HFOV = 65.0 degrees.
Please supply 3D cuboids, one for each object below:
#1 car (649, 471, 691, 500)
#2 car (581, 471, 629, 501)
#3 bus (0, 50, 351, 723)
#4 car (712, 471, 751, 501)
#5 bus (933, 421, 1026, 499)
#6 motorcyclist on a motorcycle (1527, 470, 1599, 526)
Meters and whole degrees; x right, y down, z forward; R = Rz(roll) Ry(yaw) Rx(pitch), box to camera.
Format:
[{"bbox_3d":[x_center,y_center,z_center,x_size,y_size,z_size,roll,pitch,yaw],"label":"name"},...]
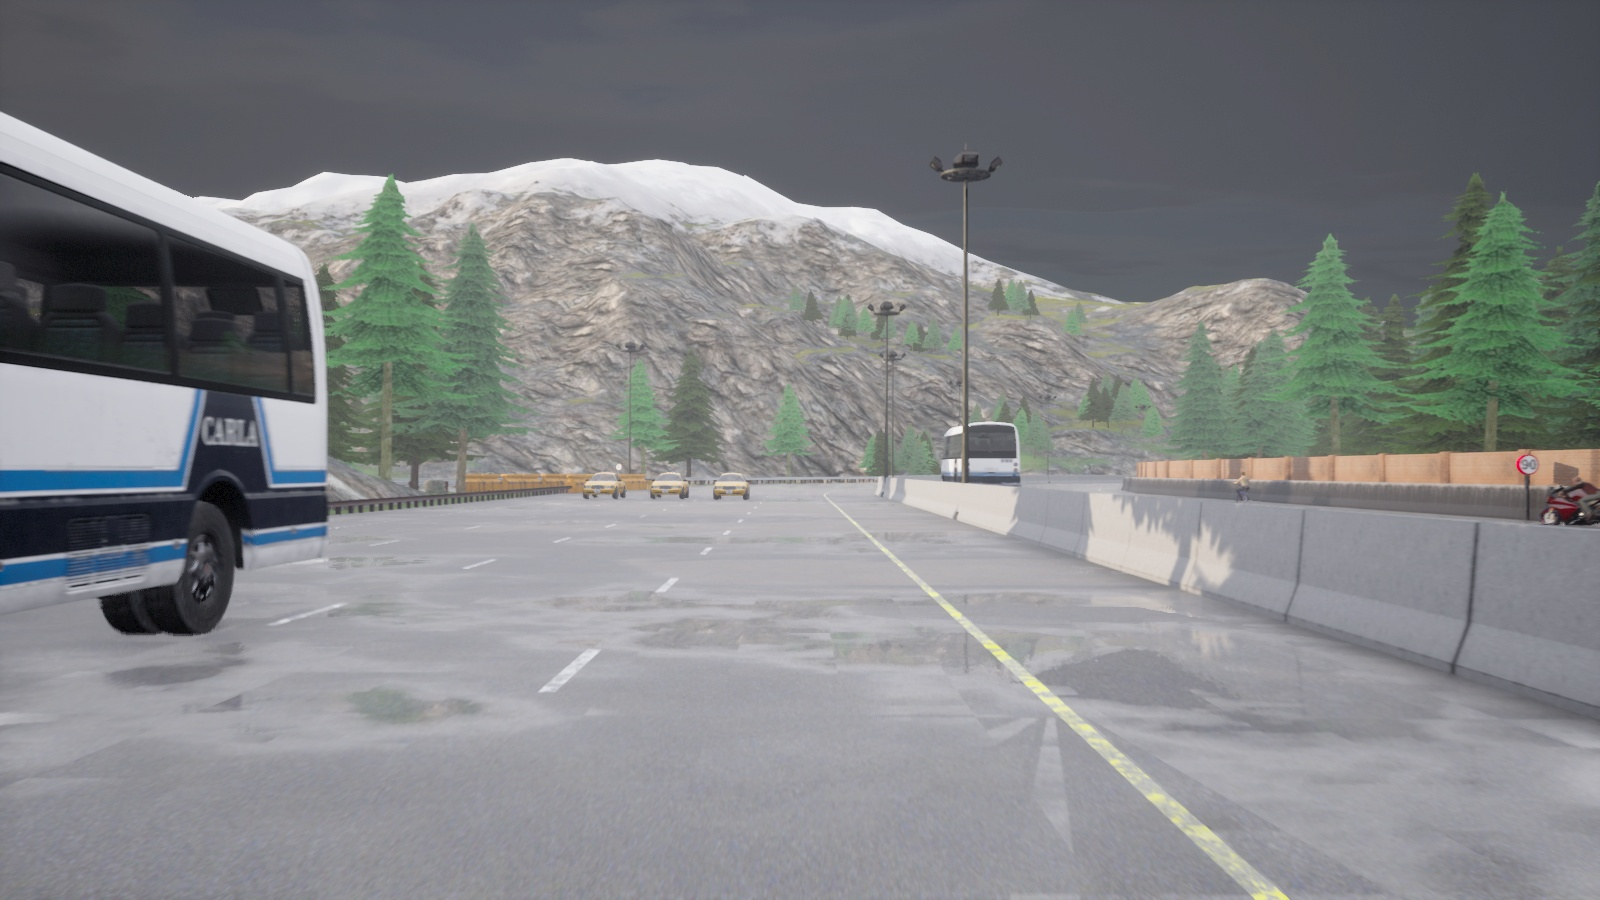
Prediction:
[{"bbox_3d":[-7.170,1.950,69.763,1.801,1.575,5.366,0,-1,0],"label":"car"},{"bbox_3d":[-10.668,1.951,69.003,1.801,1.575,5.366,0,-1,0],"label":"car"},{"bbox_3d":[-7.027,-0.383,9.023,3.944,4.253,10.273,0,-1,0],"label":"bus"},{"bbox_3d":[-3.666,1.909,68.114,1.801,1.575,5.366,0,-1,0],"label":"car"},{"bbox_3d":[10.316,0.628,73.548,3.944,4.253,10.273,0,-1,0],"label":"bus"},{"bbox_3d":[21.776,1.352,35.238,0.866,1.530,2.191,3,-3,-36],"label":"motorcyclist on a motorcycle"}]
